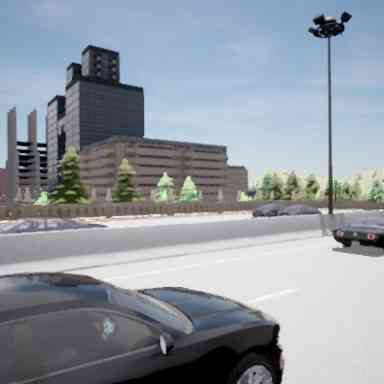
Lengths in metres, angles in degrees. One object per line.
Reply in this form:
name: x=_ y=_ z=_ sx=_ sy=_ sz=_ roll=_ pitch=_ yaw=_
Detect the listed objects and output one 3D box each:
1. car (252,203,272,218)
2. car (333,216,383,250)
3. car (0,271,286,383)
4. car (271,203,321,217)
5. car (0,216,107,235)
car: x=7.624 y=1.759 z=31.398 sx=4.181 sy=1.385 sz=1.994 roll=0 pitch=0 yaw=-36
car: x=8.075 y=1.685 z=14.075 sx=4.718 sy=1.301 sz=1.895 roll=0 pitch=0 yaw=-36
car: x=-1.280 y=1.499 z=2.955 sx=5.008 sy=1.535 sz=1.882 roll=0 pitch=0 yaw=-35
car: x=9.061 y=1.737 z=28.108 sx=4.181 sy=1.385 sz=1.994 roll=0 pitch=0 yaw=-36
car: x=-5.891 y=1.634 z=12.712 sx=5.357 sy=1.411 sz=2.033 roll=0 pitch=0 yaw=-36
